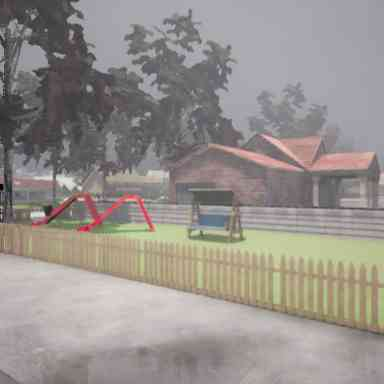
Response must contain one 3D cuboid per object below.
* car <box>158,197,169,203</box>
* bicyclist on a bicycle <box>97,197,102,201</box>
[{"bbox_3d":[-3.430,1.478,53.014,1.837,1.490,4.892,0,0,36],"label":"car"},{"bbox_3d":[-8.686,1.327,31.196,1.656,1.620,0.582,0,0,35],"label":"bicyclist on a bicycle"}]
